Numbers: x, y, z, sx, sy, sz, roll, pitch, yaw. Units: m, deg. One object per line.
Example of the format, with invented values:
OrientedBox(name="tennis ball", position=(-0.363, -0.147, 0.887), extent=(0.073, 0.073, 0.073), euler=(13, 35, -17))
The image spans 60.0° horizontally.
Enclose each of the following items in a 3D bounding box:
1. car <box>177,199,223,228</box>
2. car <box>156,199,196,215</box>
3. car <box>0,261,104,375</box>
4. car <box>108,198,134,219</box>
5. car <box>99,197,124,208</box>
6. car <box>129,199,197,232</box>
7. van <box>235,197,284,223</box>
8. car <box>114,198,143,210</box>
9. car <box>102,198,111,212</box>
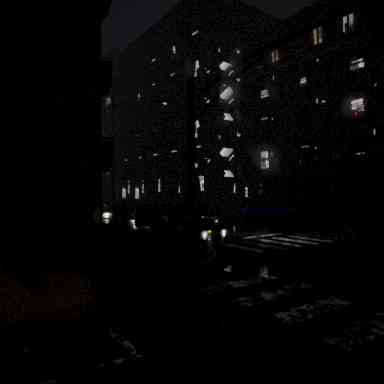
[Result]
OrientedBox(name="car", position=(0.028, 1.472, 21.847), extent=(2.128, 1.511, 4.902), euler=(-1, 0, -36))
OrientedBox(name="car", position=(-1.774, 1.448, 34.223), extent=(1.752, 1.417, 4.829), euler=(0, 0, -36))
OrientedBox(name="car", position=(-3.575, 1.525, 4.018), extent=(4.829, 1.417, 1.752), euler=(0, 0, -35))
OrientedBox(name="car", position=(-5.364, 1.532, 29.296), extent=(1.994, 1.385, 4.181), euler=(-1, 0, -37))
OrientedBox(name="car", position=(-11.628, 1.462, 47.847), extent=(1.887, 1.381, 4.507), euler=(-1, 0, -36))
OrientedBox(name="car", position=(-1.840, 1.440, 20.014), extent=(1.967, 1.590, 4.097), euler=(0, 0, -36))
OrientedBox(name="van", position=(4.961, 1.279, 24.910), extent=(1.690, 1.788, 3.998), euler=(0, 0, -36))
OrientedBox(name="car", position=(-8.310, 1.462, 43.260), extent=(1.887, 1.381, 4.507), euler=(-1, 0, -36))
OrientedBox(name="car", position=(-11.350, 1.438, 37.597), extent=(1.882, 1.535, 5.008), euler=(-1, 0, -36))
